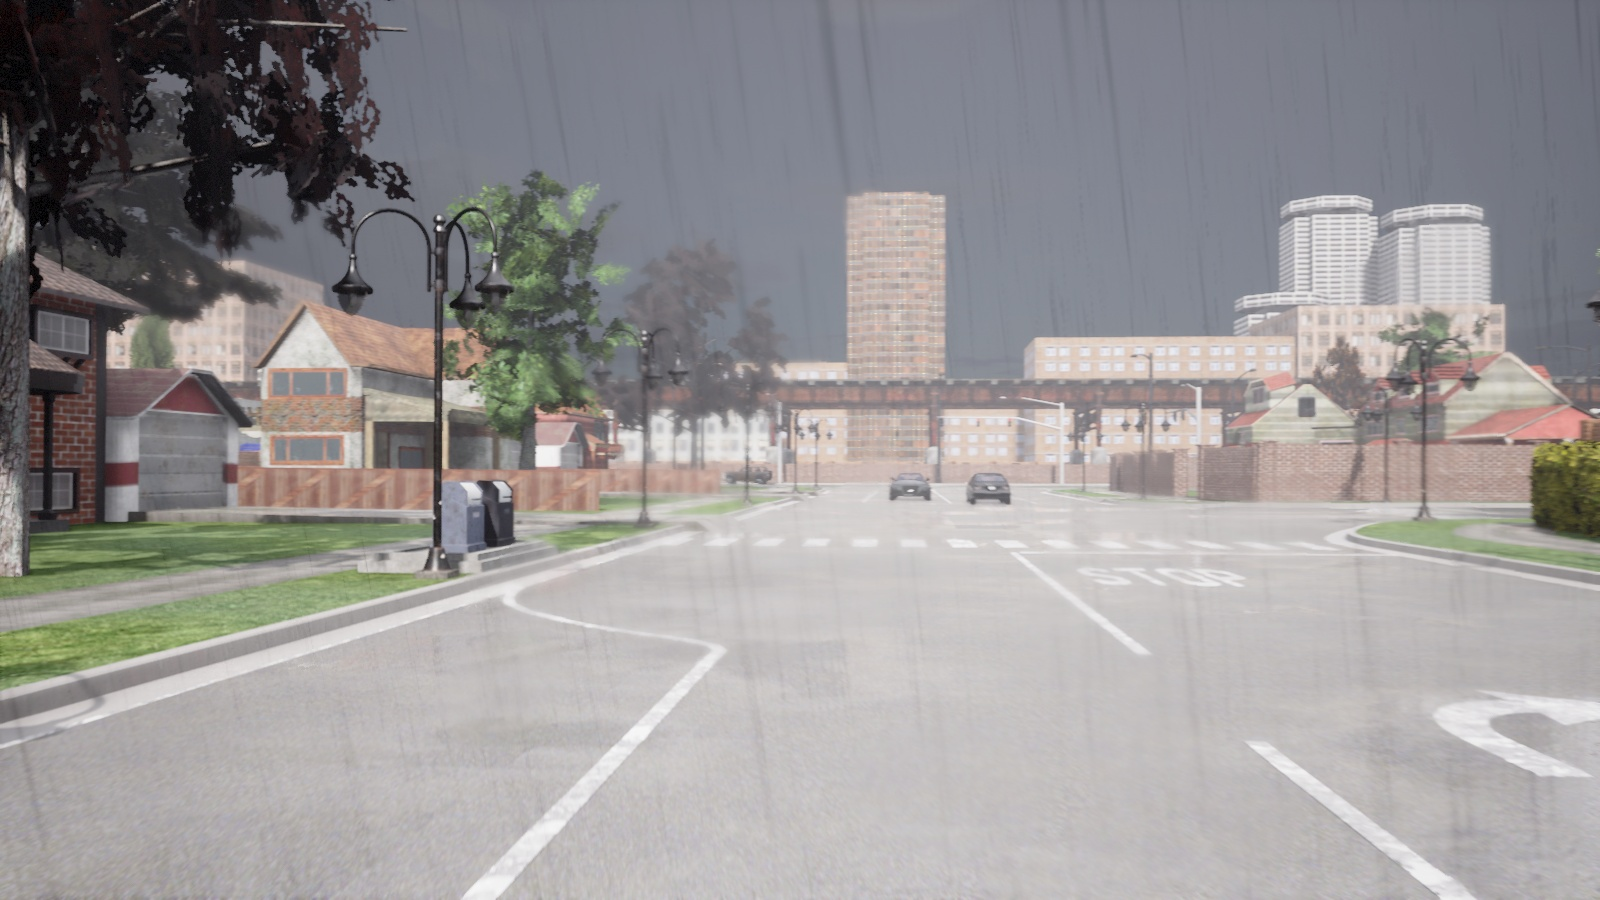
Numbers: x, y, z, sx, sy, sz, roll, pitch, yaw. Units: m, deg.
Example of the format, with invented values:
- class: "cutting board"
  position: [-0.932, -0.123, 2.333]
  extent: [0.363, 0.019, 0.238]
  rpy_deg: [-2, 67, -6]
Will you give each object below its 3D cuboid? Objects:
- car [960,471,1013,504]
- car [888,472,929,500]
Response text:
- class: "car"
  position: [8.462, 1.675, 57.356]
  extent: [2.033, 1.411, 5.357]
  rpy_deg: [0, -1, 5]
- class: "car"
  position: [5.449, 1.796, 63.422]
  extent: [1.994, 1.385, 4.181]
  rpy_deg: [0, -1, 5]
